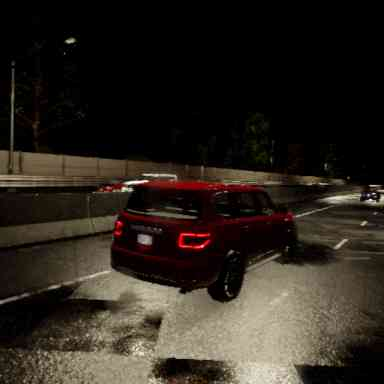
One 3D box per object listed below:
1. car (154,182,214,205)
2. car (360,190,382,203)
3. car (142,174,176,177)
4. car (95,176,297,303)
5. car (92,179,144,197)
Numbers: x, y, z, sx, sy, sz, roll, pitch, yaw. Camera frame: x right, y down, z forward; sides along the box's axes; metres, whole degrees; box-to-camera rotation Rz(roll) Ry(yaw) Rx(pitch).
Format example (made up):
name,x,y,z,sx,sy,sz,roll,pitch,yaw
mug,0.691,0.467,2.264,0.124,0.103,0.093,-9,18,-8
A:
name,x,y,z,sx,sy,sz,roll,pitch,yaw
car,-0.495,0.036,25.388,2.128,1.511,4.902,5,4,33
car,20.510,0.434,38.166,2.033,1.411,5.357,5,4,33
car,-3.231,-0.489,27.552,2.150,2.045,5.566,5,4,33
car,0.701,0.804,7.603,2.150,2.045,5.566,5,4,33
car,-6.385,-0.388,29.145,1.994,1.385,4.181,5,4,33
